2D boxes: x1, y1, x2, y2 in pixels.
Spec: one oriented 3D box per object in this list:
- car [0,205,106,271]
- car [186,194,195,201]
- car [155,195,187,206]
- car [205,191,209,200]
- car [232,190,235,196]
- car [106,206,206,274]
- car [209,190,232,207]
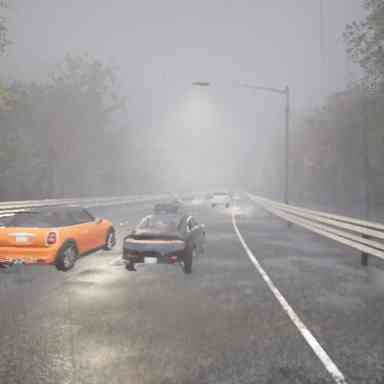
[{"bbox_3d":[-4.148,1.249,10.791,2.097,1.767,4.553,0,0,8],"label":"car"},{"bbox_3d":[-0.598,1.075,64.154,1.994,1.385,4.181,1,0,8],"label":"car"},{"bbox_3d":[-1.894,1.293,27.797,1.837,1.490,4.892,0,0,8],"label":"car"},{"bbox_3d":[4.195,0.946,73.635,1.882,1.535,5.008,1,0,8],"label":"car"},{"bbox_3d":[8.995,0.649,83.179,2.150,2.045,5.566,1,0,8],"label":"car"},{"bbox_3d":[-0.670,1.415,10.421,2.128,1.511,4.902,0,0,8],"label":"car"},{"bbox_3d":[3.954,0.922,45.219,2.150,2.045,5.566,1,0,8],"label":"car"}]
